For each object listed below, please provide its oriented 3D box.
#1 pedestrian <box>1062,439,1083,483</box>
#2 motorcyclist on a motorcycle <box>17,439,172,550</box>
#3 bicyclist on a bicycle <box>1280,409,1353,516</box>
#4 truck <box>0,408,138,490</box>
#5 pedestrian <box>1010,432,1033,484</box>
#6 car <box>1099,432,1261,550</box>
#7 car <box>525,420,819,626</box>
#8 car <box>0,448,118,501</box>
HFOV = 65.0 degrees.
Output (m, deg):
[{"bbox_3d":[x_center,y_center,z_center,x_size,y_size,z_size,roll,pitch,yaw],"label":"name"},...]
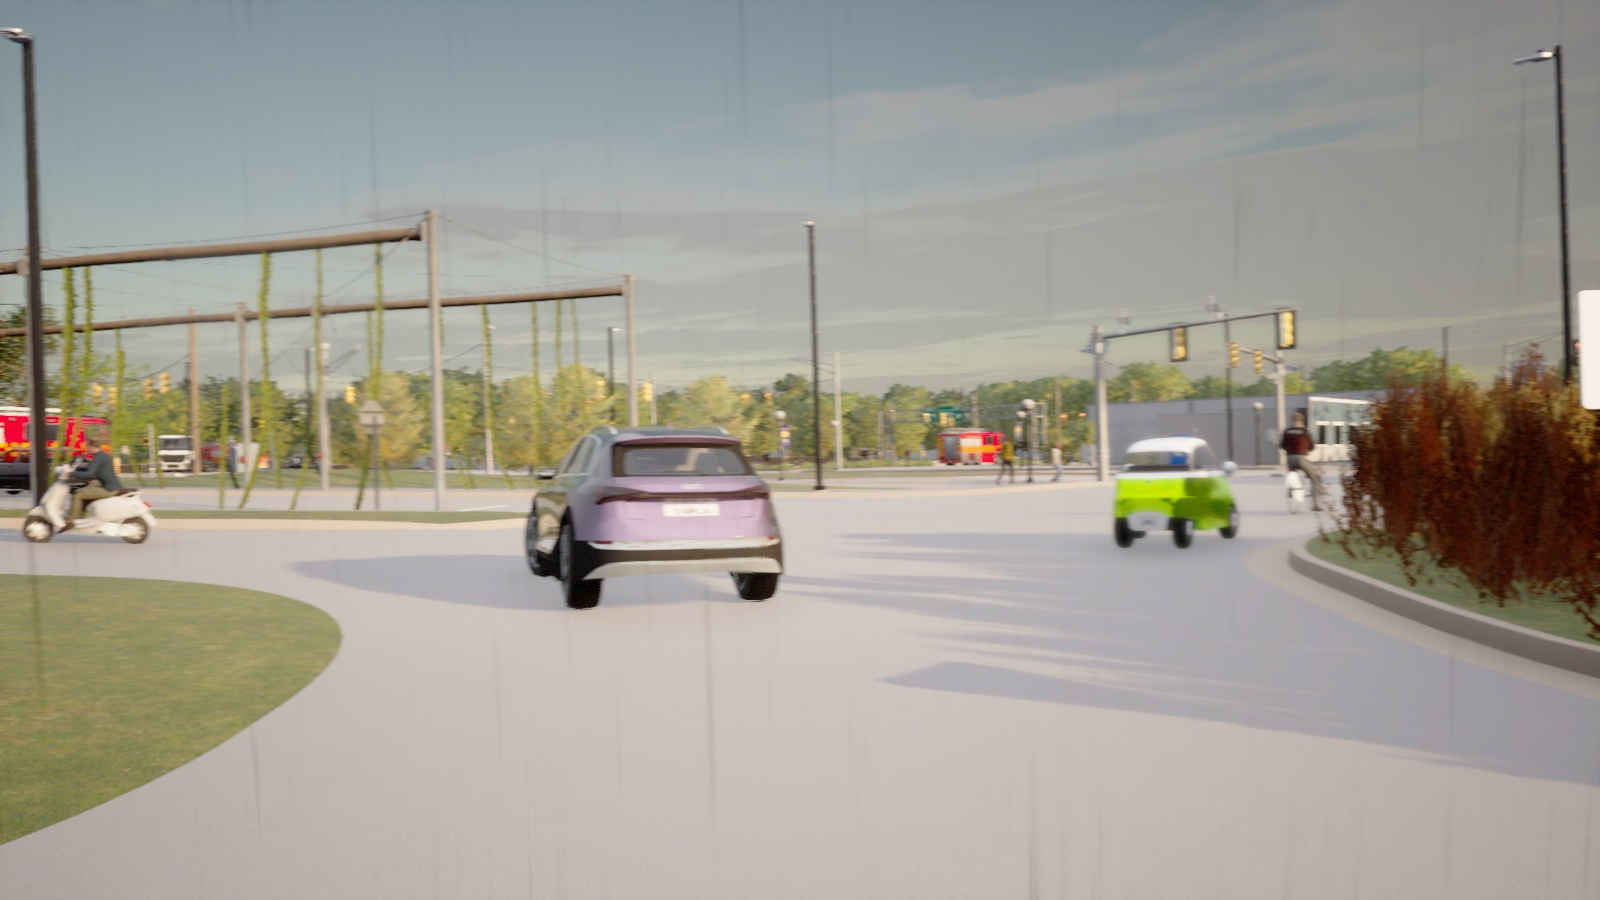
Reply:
[{"bbox_3d":[11.434,0.465,52.665,0.706,1.836,0.354,-2,0,42],"label":"pedestrian"},{"bbox_3d":[-10.517,0.658,18.776,1.817,1.590,0.866,1,1,-11],"label":"motorcyclist on a motorcycle"},{"bbox_3d":[8.978,0.197,21.786,0.659,1.776,1.843,-2,0,37],"label":"bicyclist on a bicycle"},{"bbox_3d":[-37.228,0.002,61.057,2.891,3.827,8.468,-2,-2,40],"label":"truck"},{"bbox_3d":[7.829,0.285,44.391,0.726,1.835,0.370,-2,0,-40],"label":"pedestrian"},{"bbox_3d":[4.981,0.501,16.349,1.481,1.376,2.207,-2,0,31],"label":"car"},{"bbox_3d":[-1.531,0.576,12.681,2.033,1.649,4.856,0,0,-17],"label":"car"},{"bbox_3d":[-27.653,0.888,45.996,4.605,1.855,1.932,0,1,15],"label":"car"}]
